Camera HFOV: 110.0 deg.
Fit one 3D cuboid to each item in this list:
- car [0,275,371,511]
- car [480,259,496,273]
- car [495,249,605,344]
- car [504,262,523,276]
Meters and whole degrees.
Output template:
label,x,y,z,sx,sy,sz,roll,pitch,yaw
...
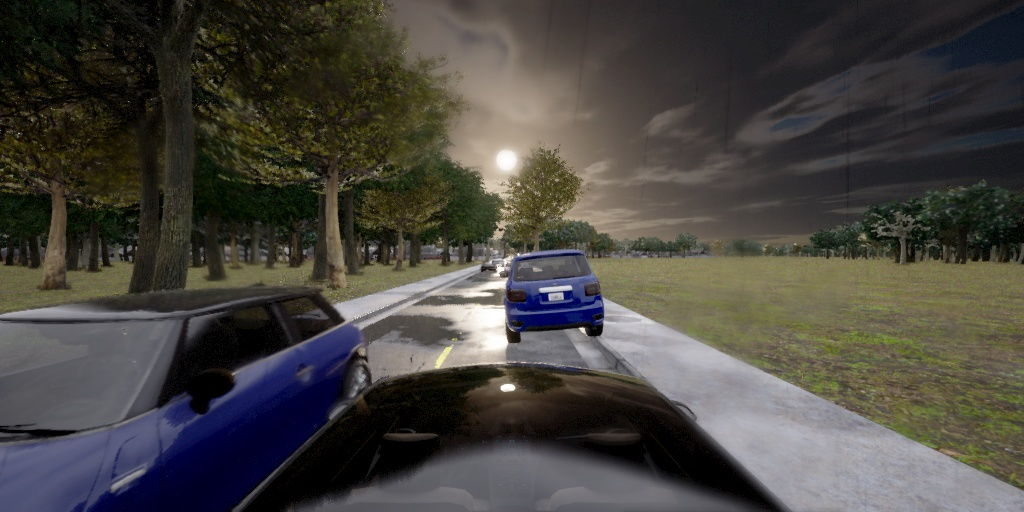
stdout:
label,x,y,z,sx,sy,sz,roll,pitch,yaw
car,-2.849,1.102,2.668,2.097,1.767,4.553,0,0,0
car,-2.801,1.352,43.039,1.895,1.301,4.718,0,0,0
car,0.882,0.897,9.771,2.150,2.045,5.566,-5,0,0
car,0.121,1.352,38.265,1.895,1.301,4.718,0,0,0
